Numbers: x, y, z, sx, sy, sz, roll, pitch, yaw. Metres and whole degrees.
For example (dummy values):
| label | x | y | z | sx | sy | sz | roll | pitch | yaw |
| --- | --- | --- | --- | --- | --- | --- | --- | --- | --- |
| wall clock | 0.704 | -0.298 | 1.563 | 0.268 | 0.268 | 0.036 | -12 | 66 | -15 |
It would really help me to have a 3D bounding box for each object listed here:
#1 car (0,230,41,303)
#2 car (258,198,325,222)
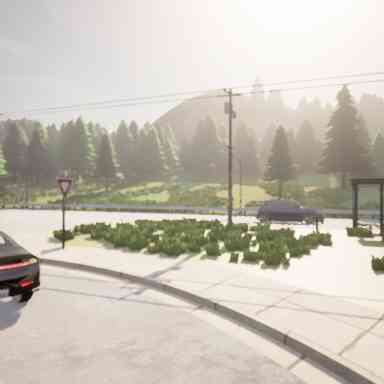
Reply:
| label | x | y | z | sx | sy | sz | roll | pitch | yaw |
| --- | --- | --- | --- | --- | --- | --- | --- | --- | --- |
| car | -5.020 | 1.460 | 7.004 | 4.902 | 1.511 | 2.128 | 0 | 0 | 40 |
| car | 6.907 | 1.326 | 23.417 | 4.553 | 1.767 | 2.097 | 0 | 0 | 20 |
